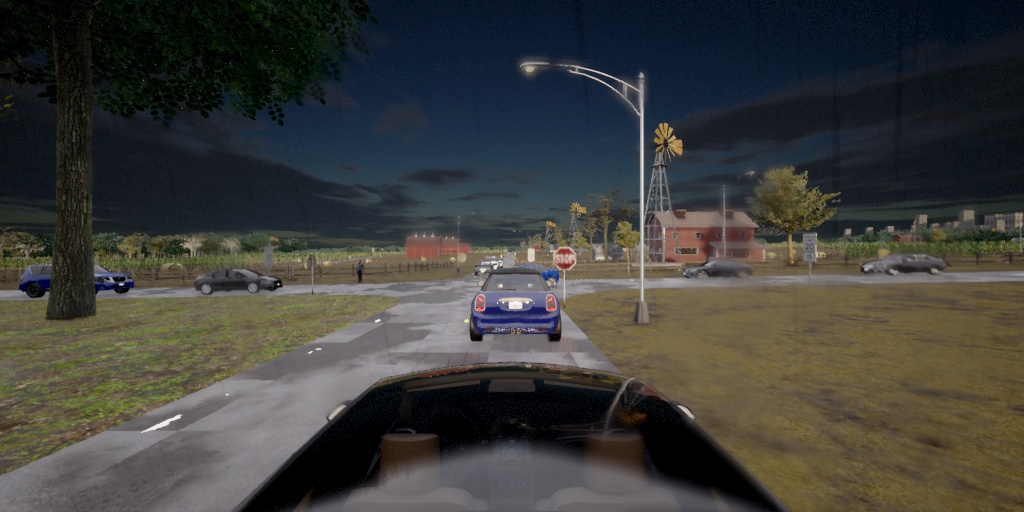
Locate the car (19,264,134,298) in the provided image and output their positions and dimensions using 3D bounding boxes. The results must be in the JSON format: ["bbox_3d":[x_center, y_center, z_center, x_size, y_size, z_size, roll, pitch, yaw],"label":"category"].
[{"bbox_3d":[-27.645,1.505,22.857,5.566,2.045,2.150,-1,1,1],"label":"car"}]

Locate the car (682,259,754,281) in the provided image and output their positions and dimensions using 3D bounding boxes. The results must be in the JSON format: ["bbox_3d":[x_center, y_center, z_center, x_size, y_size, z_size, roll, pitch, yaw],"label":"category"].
[{"bbox_3d":[14.692,0.954,25.677,4.674,1.442,1.812,-1,1,0],"label":"car"}]

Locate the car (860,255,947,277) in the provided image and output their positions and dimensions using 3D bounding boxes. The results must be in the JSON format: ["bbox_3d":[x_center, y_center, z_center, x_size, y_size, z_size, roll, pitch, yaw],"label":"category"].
[{"bbox_3d":[27.858,0.656,25.630,4.902,1.511,2.128,-1,1,0],"label":"car"}]

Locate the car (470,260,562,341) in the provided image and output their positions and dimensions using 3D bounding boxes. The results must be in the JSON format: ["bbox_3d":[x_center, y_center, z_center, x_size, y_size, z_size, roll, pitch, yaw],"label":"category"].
[{"bbox_3d":[0.081,1.104,10.003,2.097,1.767,4.553,0,0,0],"label":"car"}]

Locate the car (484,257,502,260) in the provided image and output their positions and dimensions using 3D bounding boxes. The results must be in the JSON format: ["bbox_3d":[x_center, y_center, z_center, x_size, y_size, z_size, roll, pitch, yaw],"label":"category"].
[{"bbox_3d":[-2.928,1.097,48.570,2.150,2.045,5.566,0,0,0],"label":"car"}]

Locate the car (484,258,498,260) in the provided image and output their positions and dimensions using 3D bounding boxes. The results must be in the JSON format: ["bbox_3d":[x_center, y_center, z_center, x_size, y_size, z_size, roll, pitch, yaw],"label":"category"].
[{"bbox_3d":[-2.918,1.308,38.345,2.128,1.511,4.902,0,0,0],"label":"car"}]

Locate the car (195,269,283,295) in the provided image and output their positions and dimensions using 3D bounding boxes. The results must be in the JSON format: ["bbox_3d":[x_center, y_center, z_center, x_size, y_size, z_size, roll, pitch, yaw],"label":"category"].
[{"bbox_3d":[-17.302,1.598,22.831,4.892,1.490,1.837,-1,1,0],"label":"car"}]

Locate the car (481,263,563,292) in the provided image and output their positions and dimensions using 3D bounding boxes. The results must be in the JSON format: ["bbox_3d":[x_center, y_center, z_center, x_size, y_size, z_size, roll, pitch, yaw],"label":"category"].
[{"bbox_3d":[0.716,1.248,22.055,5.008,1.535,1.882,0,-2,-39],"label":"car"}]

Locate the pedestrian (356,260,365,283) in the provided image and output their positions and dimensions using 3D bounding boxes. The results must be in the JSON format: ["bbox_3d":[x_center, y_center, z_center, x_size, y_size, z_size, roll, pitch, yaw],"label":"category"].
[{"bbox_3d":[-12.211,1.215,28.784,0.375,1.860,0.375,0,2,0],"label":"pedestrian"}]
